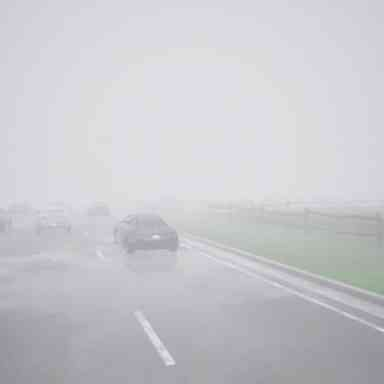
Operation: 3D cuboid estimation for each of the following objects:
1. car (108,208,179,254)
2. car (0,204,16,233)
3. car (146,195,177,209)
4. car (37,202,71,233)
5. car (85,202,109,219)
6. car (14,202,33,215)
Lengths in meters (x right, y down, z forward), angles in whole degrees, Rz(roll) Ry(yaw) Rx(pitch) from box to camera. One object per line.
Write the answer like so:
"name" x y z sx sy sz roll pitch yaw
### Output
"car" -2.043 1.587 13.784 1.994 1.385 4.181 0 0 -22
"car" -12.067 1.628 20.030 1.812 1.442 4.674 0 0 -22
"car" -3.706 1.269 41.845 3.866 1.878 1.905 0 0 -22
"car" -8.485 1.601 20.497 1.812 1.442 4.674 0 0 -22
"car" -8.667 1.610 30.454 1.812 1.442 4.674 0 0 -22
"car" -18.091 1.720 35.213 1.994 1.385 4.181 0 0 -22
